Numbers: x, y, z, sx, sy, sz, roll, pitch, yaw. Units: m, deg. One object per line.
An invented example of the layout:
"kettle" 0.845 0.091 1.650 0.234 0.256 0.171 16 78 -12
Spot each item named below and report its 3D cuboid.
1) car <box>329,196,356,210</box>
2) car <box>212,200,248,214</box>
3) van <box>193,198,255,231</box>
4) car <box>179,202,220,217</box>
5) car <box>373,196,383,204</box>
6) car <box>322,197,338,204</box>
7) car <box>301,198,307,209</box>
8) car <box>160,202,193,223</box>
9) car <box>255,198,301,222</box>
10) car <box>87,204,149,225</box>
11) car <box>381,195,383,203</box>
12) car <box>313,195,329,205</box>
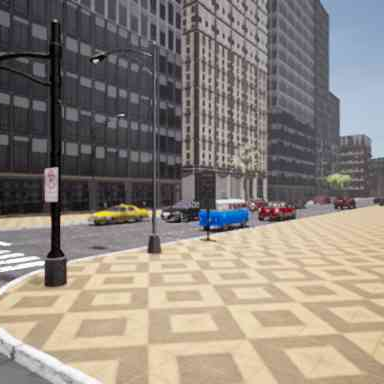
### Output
"car" 20.649 1.384 44.897 2.192 1.841 5.009 0 0 38
"car" 4.211 1.602 36.503 1.887 1.381 4.507 0 0 38
"van" 2.074 1.386 20.662 1.690 1.788 3.998 0 0 38
"car" 0.811 1.636 32.100 1.802 1.307 4.206 0 0 38
"car" 37.652 1.672 66.914 1.947 1.339 4.313 0 0 38
"car" 28.016 1.653 67.328 2.008 1.369 4.403 0 0 38
"car" 13.954 1.575 44.965 1.837 1.490 4.892 0 -1 38
"car" -0.440 1.541 26.445 2.128 1.511 4.902 0 0 38
"car" 7.047 1.490 27.283 1.967 1.590 4.097 0 0 38
"car" -5.310 1.573 24.386 1.752 1.417 4.829 0 0 38
"car" 44.453 1.562 75.721 1.967 1.590 4.097 0 0 38
"car" 24.615 1.409 62.925 2.192 1.841 5.009 0 0 38
